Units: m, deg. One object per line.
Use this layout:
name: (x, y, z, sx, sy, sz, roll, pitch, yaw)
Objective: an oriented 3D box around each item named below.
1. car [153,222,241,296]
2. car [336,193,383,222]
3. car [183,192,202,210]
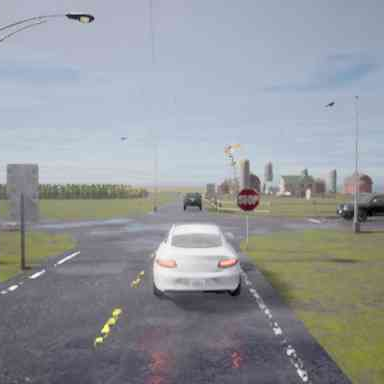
car: (0.097, 1.487, 8.399, 1.812, 1.442, 4.674, 0, 0, 0)
car: (13.652, 1.085, 24.518, 5.566, 2.045, 2.150, 0, 1, -2)
car: (0.081, 1.042, 40.554, 2.150, 2.045, 5.566, 0, 0, 0)
